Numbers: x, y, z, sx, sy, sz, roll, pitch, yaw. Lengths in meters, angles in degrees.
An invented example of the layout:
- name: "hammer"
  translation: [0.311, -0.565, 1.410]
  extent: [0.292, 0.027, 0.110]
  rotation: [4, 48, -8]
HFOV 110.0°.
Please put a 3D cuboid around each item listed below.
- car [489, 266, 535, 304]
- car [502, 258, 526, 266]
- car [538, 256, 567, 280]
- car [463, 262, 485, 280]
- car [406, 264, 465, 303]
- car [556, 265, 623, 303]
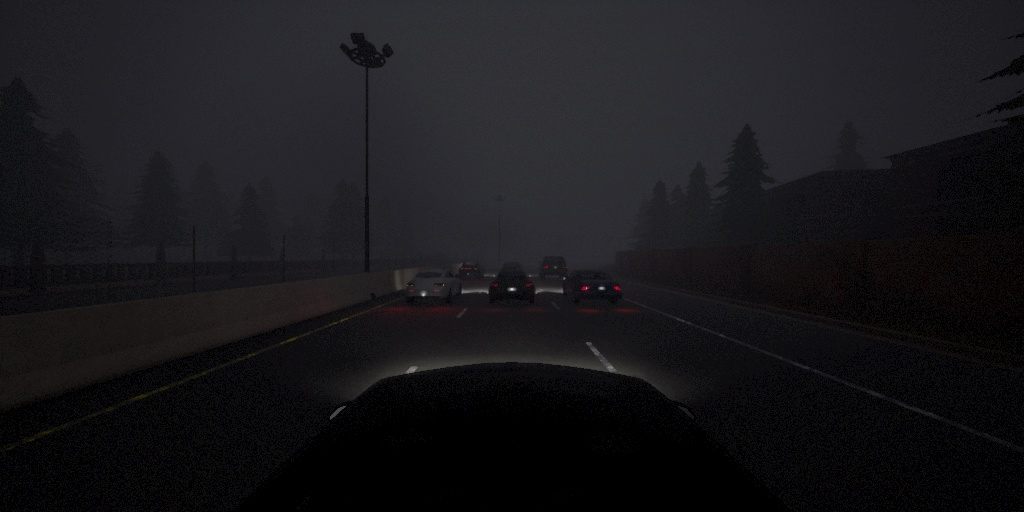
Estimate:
- name: "car"
  translation: [0.000, 1.322, 16.500]
  extent: [1.994, 1.385, 4.181]
  rotation: [0, 0, 0]
- name: "car"
  translation: [0.027, 1.235, 31.287]
  extent: [1.882, 1.535, 5.008]
  rotation: [0, 0, 1]
- name: "car"
  translation: [3.527, 1.008, 31.232]
  extent: [2.150, 2.045, 5.566]
  rotation: [0, 0, 1]
- name: "car"
  translation: [-3.472, 1.245, 31.372]
  extent: [2.128, 1.511, 4.902]
  rotation: [0, 0, 1]
- name: "car"
  translation: [-3.500, 1.283, 16.500]
  extent: [1.812, 1.442, 4.674]
  rotation: [0, 0, 0]
- name: "car"
  translation: [3.500, 1.313, 16.500]
  extent: [2.033, 1.411, 5.357]
  rotation: [0, 0, 0]
